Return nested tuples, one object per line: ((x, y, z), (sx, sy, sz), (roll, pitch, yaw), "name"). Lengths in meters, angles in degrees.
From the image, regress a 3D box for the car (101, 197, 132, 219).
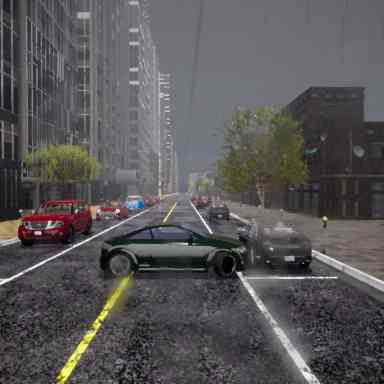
((-6.362, 1.432, 26.768), (1.967, 1.590, 4.097), (-1, 0, -1), "car")

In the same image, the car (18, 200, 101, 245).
((-6.174, 1.310, 15.700), (2.192, 1.841, 5.009), (-1, 0, -1), "car")

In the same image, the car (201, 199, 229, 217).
((2.041, 1.543, 26.964), (2.008, 1.369, 4.403), (-1, 0, -1), "car")

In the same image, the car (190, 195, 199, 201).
((0.607, 1.538, 83.027), (1.947, 1.339, 4.313), (-1, 0, -1), "car")

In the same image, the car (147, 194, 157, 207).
((-6.932, 1.299, 49.628), (2.192, 1.841, 5.009), (-1, 0, -1), "car")

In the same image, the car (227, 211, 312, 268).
((2.561, 1.548, 11.105), (2.008, 1.369, 4.403), (-1, 0, -1), "car")

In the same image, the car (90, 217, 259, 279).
((-0.457, 1.557, 9.504), (4.181, 1.385, 1.994), (0, 0, -1), "car")

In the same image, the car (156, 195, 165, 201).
((-7.767, 1.497, 82.656), (1.752, 1.417, 4.829), (-1, 0, -1), "car")

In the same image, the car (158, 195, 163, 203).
((-7.350, 1.522, 66.227), (1.887, 1.381, 4.507), (-1, 0, -1), "car")

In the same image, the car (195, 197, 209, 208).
((1.445, 1.509, 50.000), (1.752, 1.417, 4.829), (-1, 0, -1), "car")

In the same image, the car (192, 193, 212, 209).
((1.586, 1.301, 44.298), (2.192, 1.841, 5.009), (-1, 0, -1), "car")

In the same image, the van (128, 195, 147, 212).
((-6.651, 1.329, 38.562), (1.690, 1.788, 3.998), (-1, 0, -1), "van")

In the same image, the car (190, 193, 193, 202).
((0.884, 1.291, 71.962), (2.192, 1.841, 5.009), (-1, 0, -1), "car")
